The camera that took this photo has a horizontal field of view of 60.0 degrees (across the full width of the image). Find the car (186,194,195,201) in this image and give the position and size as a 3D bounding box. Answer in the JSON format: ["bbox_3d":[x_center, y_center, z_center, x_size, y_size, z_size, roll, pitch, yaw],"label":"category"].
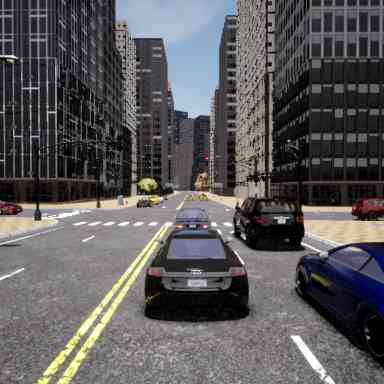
[{"bbox_3d":[-0.357,1.396,78.676,1.882,1.535,5.008,0,0,0],"label":"car"}]

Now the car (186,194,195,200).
[{"bbox_3d":[-0.405,1.268,89.093,2.128,1.511,4.902,0,0,0],"label":"car"}]

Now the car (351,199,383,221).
[{"bbox_3d":[16.075,1.520,27.960,5.009,1.841,2.192,1,0,1],"label":"car"}]

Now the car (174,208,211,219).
[{"bbox_3d":[0.023,1.538,17.043,2.033,1.411,5.357,0,0,0],"label":"car"}]

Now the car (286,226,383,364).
[{"bbox_3d":[3.334,1.561,5.852,1.994,1.385,4.181,0,0,-1],"label":"car"}]

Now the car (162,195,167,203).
[{"bbox_3d":[-6.824,1.467,68.204,1.812,1.442,4.674,0,0,0],"label":"car"}]

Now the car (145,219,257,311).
[{"bbox_3d":[0.067,1.560,7.821,1.994,1.385,4.181,0,0,-1],"label":"car"}]

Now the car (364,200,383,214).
[{"bbox_3d":[21.646,1.643,36.272,4.829,1.417,1.752,1,0,1],"label":"car"}]

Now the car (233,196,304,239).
[{"bbox_3d":[3.306,1.213,15.272,2.150,2.045,5.566,0,0,-2],"label":"car"}]

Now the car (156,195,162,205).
[{"bbox_3d":[-6.843,1.431,58.336,1.882,1.535,5.008,0,0,0],"label":"car"}]

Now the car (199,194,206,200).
[{"bbox_3d":[2.845,1.243,89.107,1.837,1.490,4.892,0,0,0],"label":"car"}]

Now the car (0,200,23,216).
[{"bbox_3d":[-18.054,1.423,30.893,4.181,1.385,1.994,0,1,3],"label":"car"}]

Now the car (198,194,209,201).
[{"bbox_3d":[2.893,1.396,78.690,1.882,1.535,5.008,0,0,0],"label":"car"}]

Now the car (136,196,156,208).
[{"bbox_3d":[-6.810,1.530,48.218,1.994,1.385,4.181,0,0,0],"label":"car"}]
